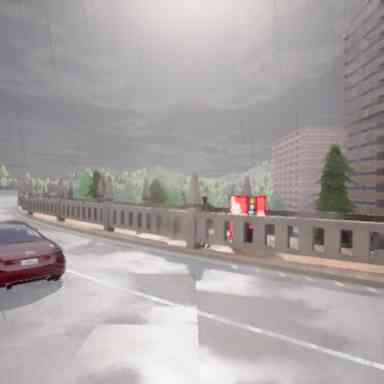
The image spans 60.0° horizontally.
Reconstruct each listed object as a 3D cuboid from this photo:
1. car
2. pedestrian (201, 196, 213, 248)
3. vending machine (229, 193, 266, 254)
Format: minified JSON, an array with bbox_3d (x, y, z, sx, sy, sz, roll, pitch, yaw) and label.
[{"bbox_3d":[-4.940,1.427,8.409,4.181,1.385,1.994,1,1,42],"label":"car"},{"bbox_3d":[0.512,1.045,11.788,0.375,1.860,0.375,1,1,41],"label":"pedestrian"},{"bbox_3d":[2.074,1.114,12.413,0.880,2.100,1.100,1,1,41],"label":"vending machine"}]
